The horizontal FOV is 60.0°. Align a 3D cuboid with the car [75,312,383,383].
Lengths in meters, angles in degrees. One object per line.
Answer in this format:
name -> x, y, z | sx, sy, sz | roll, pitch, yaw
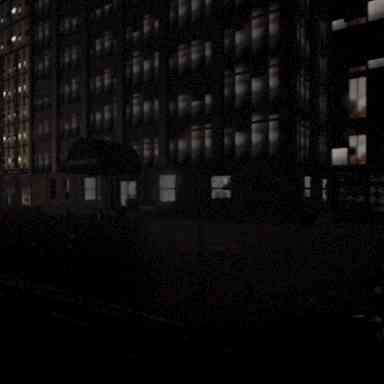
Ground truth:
car -> 0.982, 1.569, 2.164 | 4.313, 1.339, 1.947 | -1, 0, 36
